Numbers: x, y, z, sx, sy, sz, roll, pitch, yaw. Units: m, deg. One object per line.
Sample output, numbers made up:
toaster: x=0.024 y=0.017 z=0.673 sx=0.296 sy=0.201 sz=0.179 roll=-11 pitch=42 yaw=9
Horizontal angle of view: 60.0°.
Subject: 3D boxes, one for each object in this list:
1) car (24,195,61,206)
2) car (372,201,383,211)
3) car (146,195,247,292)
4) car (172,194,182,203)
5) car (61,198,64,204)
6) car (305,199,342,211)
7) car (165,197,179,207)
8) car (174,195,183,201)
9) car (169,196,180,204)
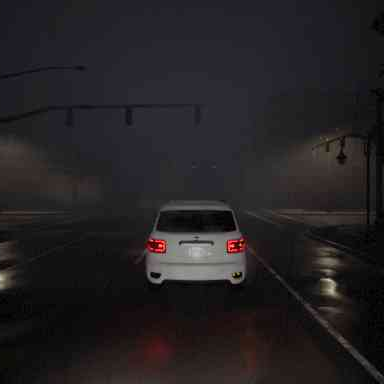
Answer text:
car: x=-23.301 y=1.290 z=51.003 sx=4.611 sy=1.667 sz=2.242 roll=0 pitch=0 yaw=1
car: x=24.727 y=1.520 z=40.999 sx=4.674 sy=1.442 sz=1.812 roll=0 pitch=0 yaw=1
car: x=0.089 y=1.221 z=9.069 sx=2.150 sy=2.045 sz=5.566 roll=0 pitch=0 yaw=0
car: x=-3.201 y=1.349 z=72.143 sx=2.097 sy=1.767 sz=4.553 roll=0 pitch=0 yaw=0
car: x=-24.017 y=1.451 z=56.754 sx=3.806 sy=1.475 sz=1.970 roll=0 pitch=0 yaw=1
car: x=16.226 y=1.560 z=41.069 sx=4.181 sy=1.385 sz=1.994 roll=0 pitch=0 yaw=0
car: x=-3.119 y=1.543 z=52.563 sx=2.033 sy=1.411 sz=5.357 roll=0 pitch=0 yaw=0
car: x=-3.285 y=1.531 z=82.491 sx=2.033 sy=1.411 sz=5.357 roll=0 pitch=0 yaw=0
car: x=-3.181 y=1.472 z=62.140 sx=1.882 sy=1.535 sz=5.008 roll=0 pitch=0 yaw=0
